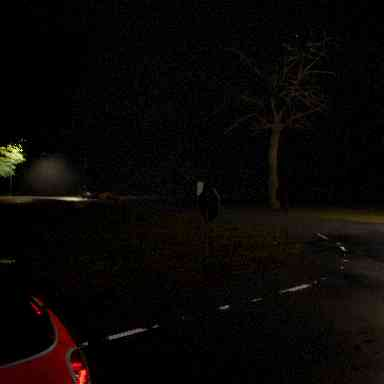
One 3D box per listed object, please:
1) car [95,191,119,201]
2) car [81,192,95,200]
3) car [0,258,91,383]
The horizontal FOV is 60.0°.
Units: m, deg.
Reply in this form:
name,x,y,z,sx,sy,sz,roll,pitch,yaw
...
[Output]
name,x,y,z,sx,sy,sz,roll,pitch,yaw
car,-13.234,0.651,53.052,1.882,1.535,5.008,2,-1,-35
car,-18.293,0.684,60.026,2.033,1.411,5.357,2,-1,-36
car,-2.916,1.352,1.795,4.553,1.767,2.097,0,0,-35
